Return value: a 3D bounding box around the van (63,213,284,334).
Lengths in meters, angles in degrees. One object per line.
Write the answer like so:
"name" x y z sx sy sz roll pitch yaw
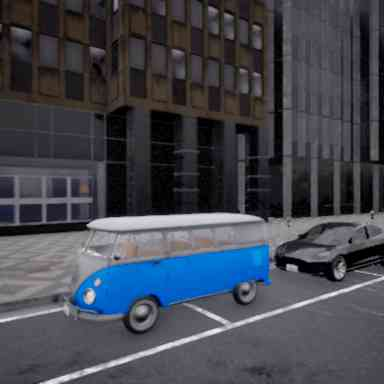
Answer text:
"van" -0.263 1.339 6.463 3.998 1.788 1.690 0 0 -35

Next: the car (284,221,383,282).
"car" 4.327 1.561 9.735 4.313 1.339 1.947 0 0 -35
